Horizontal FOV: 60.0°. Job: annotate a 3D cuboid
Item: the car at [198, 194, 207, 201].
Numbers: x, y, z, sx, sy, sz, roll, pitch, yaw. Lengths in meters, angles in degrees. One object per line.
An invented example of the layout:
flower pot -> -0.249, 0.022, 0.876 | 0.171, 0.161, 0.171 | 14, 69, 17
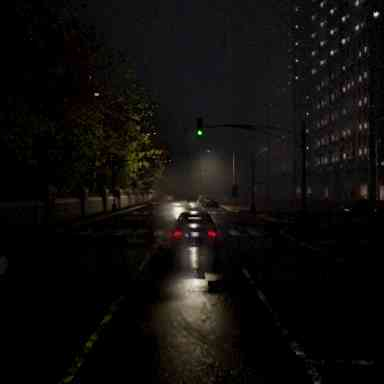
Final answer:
car -> 2.682, 1.426, 84.819 | 1.967, 1.590, 4.097 | 0, 0, 0

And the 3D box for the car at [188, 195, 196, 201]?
car -> -0.010, 1.399, 82.678 | 2.033, 1.411, 5.357 | 0, 0, 0

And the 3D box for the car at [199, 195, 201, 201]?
car -> 2.685, 1.540, 56.658 | 1.947, 1.339, 4.313 | 0, 0, 0

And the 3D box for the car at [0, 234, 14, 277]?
car -> -5.819, 1.538, 7.473 | 1.887, 1.381, 4.507 | 0, 0, 0

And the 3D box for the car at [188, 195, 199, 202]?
car -> -0.009, 1.447, 72.262 | 1.882, 1.535, 5.008 | 0, 0, 0

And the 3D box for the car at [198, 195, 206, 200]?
car -> 2.681, 1.541, 90.451 | 2.008, 1.369, 4.403 | 0, 0, 0

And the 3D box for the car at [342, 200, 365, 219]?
car -> 13.702, 1.279, 25.353 | 4.181, 1.385, 1.994 | -1, 0, -1

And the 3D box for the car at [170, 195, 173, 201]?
car -> -5.697, 1.504, 73.384 | 1.752, 1.417, 4.829 | 0, 0, 0

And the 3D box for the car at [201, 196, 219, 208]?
car -> 2.686, 1.541, 45.392 | 1.947, 1.339, 4.313 | 0, 0, 0

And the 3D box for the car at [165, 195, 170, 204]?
car -> -5.696, 1.415, 62.289 | 1.967, 1.590, 4.097 | 0, 0, 0

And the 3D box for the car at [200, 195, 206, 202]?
car -> 2.685, 1.540, 51.025 | 1.947, 1.339, 4.313 | 0, 0, 0

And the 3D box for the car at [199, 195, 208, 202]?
car -> 2.683, 1.422, 79.187 | 1.967, 1.590, 4.097 | 0, 0, 0

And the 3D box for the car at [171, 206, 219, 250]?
car -> 0.099, 1.535, 14.149 | 2.033, 1.411, 5.357 | 0, 0, 0

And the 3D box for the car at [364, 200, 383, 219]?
car -> 14.670, 1.257, 22.802 | 4.313, 1.339, 1.947 | -1, 1, 0

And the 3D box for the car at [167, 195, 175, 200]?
car -> -5.700, 1.535, 90.450 | 1.887, 1.381, 4.507 | 0, 0, 0

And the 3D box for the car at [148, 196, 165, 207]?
car -> -5.695, 1.556, 51.024 | 1.802, 1.307, 4.206 | 0, 0, 0
